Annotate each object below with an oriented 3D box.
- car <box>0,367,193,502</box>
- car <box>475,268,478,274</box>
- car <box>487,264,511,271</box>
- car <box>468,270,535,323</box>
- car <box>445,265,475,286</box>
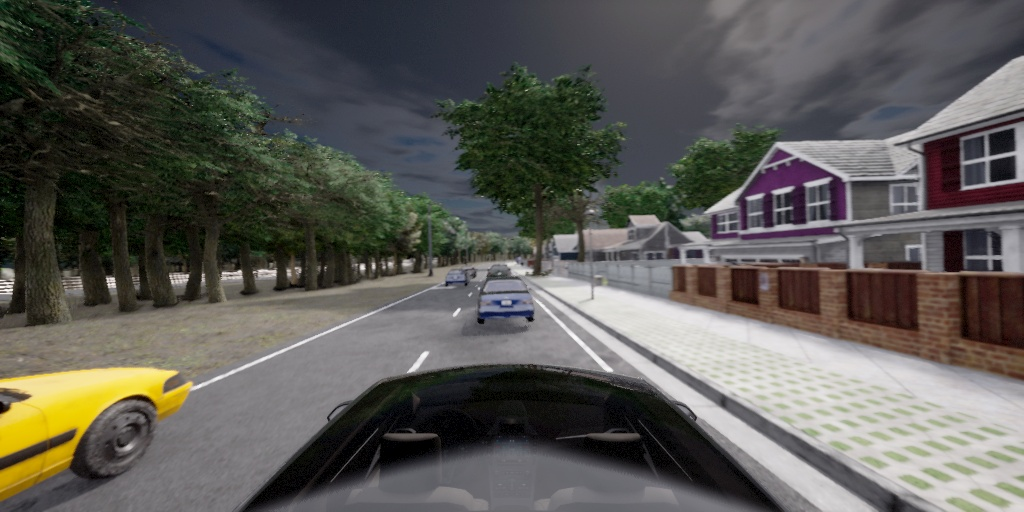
[{"bbox_3d":[-4.612,1.350,1.918,1.801,1.575,5.366,-2,-1,-3],"label":"car"},{"bbox_3d":[-5.179,1.870,42.887,2.128,1.511,4.902,-2,0,-2],"label":"car"},{"bbox_3d":[-1.107,1.495,31.644,2.097,1.767,4.553,-2,-1,-3],"label":"car"},{"bbox_3d":[-0.269,1.436,12.907,2.033,1.411,5.357,-2,-1,-3],"label":"car"},{"bbox_3d":[-4.583,1.787,30.738,2.033,1.411,5.357,-2,-1,-3],"label":"car"}]
